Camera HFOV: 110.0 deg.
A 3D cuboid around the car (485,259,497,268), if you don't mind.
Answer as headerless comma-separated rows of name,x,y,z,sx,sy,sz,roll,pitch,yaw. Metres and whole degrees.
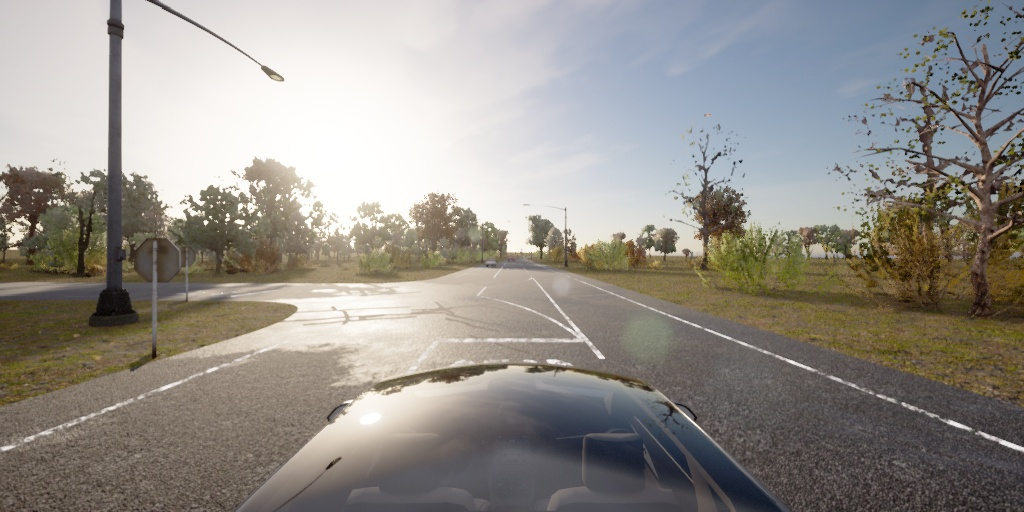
car,-3.381,1.221,59.120,2.033,1.411,5.357,0,0,0
